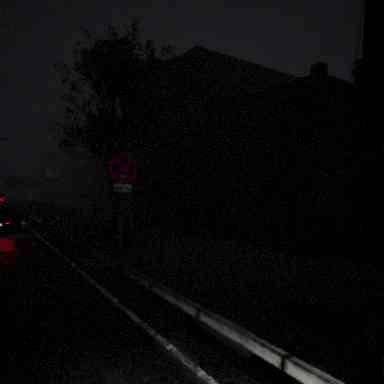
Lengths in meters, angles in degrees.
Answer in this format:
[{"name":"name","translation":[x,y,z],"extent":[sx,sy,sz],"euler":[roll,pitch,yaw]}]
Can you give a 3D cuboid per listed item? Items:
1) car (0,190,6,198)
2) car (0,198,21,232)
[{"name":"car","translation":[-19.080,0.780,31.702],"extent":[2.150,2.045,5.566],"euler":[2,0,-32]},{"name":"car","translation":[-10.336,1.268,17.798],"extent":[1.837,1.490,4.892],"euler":[2,0,-32]}]
